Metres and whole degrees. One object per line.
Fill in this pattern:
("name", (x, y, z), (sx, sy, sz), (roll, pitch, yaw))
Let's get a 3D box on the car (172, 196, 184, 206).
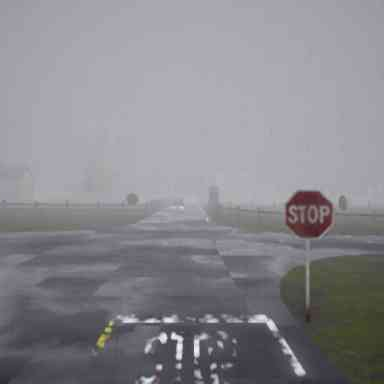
("car", (-2.776, 1.781, 66.782), (2.150, 2.045, 5.566), (0, -1, 0))
